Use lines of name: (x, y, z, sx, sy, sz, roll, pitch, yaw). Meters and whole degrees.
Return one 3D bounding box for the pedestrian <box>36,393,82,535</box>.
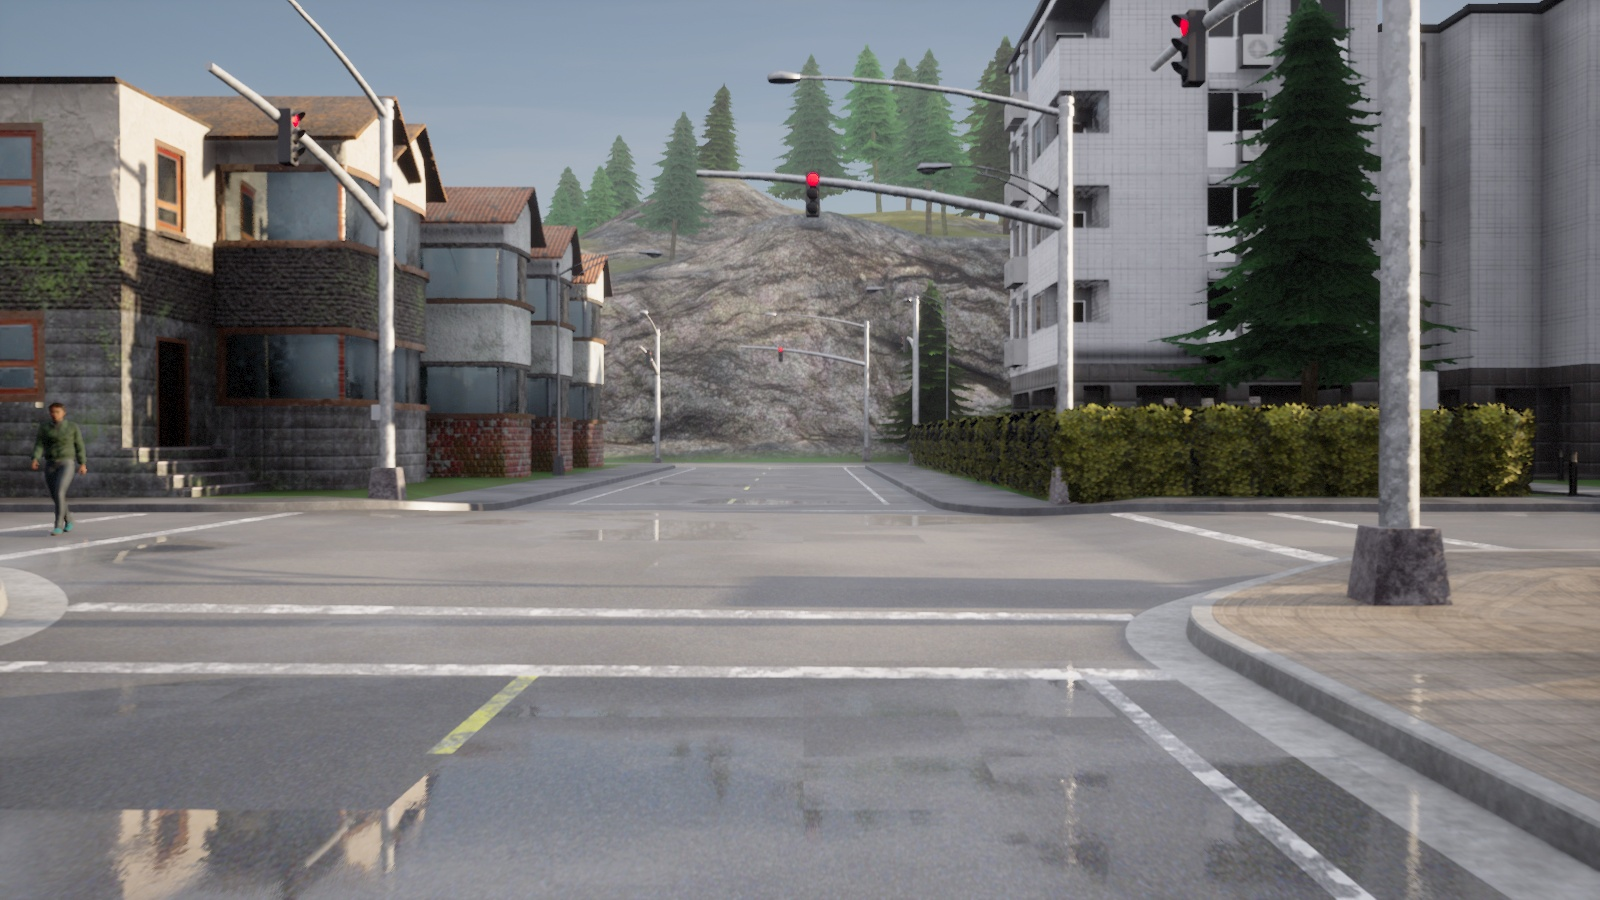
pedestrian: (-9.855, 0.177, 16.706, 0.353, 1.847, 0.614, 0, 1, -13)
